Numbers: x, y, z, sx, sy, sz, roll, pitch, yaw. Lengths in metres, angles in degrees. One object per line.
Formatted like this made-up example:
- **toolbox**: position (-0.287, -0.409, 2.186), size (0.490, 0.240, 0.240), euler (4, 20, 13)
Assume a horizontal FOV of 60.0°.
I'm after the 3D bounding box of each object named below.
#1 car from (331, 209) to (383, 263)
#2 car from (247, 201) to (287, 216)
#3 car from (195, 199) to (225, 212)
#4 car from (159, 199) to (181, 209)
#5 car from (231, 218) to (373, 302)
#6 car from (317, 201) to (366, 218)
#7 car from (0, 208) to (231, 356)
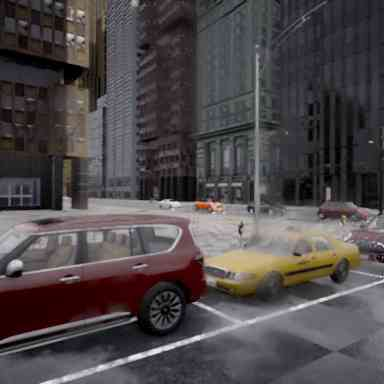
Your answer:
- **car**: position (7.065, 1.541, 11.704), size (4.097, 1.590, 1.967), euler (1, -1, -36)
- **car**: position (8.200, 1.806, 36.608), size (1.837, 1.490, 4.892), euler (0, 0, -35)
- **car**: position (2.333, 1.684, 44.851), size (2.097, 1.767, 4.553), euler (0, 0, -36)
- **car**: position (-3.534, 1.886, 53.117), size (1.812, 1.442, 4.674), euler (0, 0, -36)
- **car**: position (2.369, 1.579, 8.348), size (4.829, 1.417, 1.752), euler (1, -1, -36)
- **car**: position (13.448, 1.627, 29.256), size (2.097, 1.767, 4.553), euler (0, 0, -35)
- **car**: position (-2.050, 1.325, 5.192), size (5.009, 1.841, 2.192), euler (1, -1, -36)
